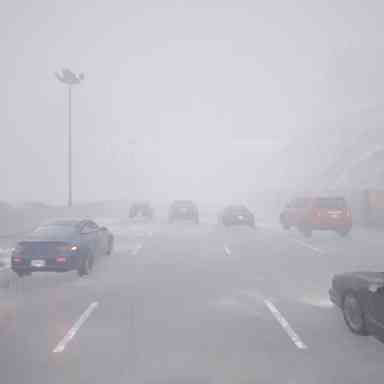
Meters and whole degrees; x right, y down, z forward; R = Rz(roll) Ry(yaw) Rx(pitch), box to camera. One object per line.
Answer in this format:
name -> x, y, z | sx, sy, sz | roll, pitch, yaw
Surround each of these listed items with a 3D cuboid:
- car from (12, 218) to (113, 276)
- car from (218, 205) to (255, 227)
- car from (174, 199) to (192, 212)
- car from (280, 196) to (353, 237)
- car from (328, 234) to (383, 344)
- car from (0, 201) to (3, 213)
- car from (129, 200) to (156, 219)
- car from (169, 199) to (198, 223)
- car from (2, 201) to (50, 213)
car -> -3.717, 1.524, 10.208 | 1.812, 1.442, 4.674 | 0, 0, -2
car -> 2.931, 1.560, 22.582 | 1.994, 1.385, 4.181 | 0, 0, -2
car -> -1.078, 1.556, 39.832 | 1.994, 1.385, 4.181 | 0, 0, -1
car -> 6.562, 1.217, 18.172 | 2.150, 2.045, 5.566 | 0, 0, -2
car -> 3.470, 1.546, 3.630 | 2.033, 1.411, 5.357 | 0, 0, -1
car -> -18.519, 1.542, 30.921 | 2.033, 1.411, 5.357 | 0, 0, -2
car -> -4.252, 1.500, 28.786 | 1.837, 1.490, 4.892 | 0, 0, -2
car -> -0.653, 1.351, 25.419 | 2.097, 1.767, 4.553 | 0, 0, -2
car -> -15.020, 1.542, 31.021 | 2.033, 1.411, 5.357 | 0, 0, -2
